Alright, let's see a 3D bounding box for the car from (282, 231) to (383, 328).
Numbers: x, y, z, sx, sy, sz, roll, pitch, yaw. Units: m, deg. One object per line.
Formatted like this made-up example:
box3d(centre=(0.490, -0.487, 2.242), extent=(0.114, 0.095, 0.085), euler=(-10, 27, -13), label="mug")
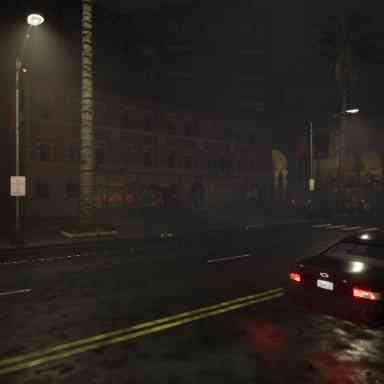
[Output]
box3d(centre=(4.192, 1.547, 6.852), extent=(5.357, 1.411, 2.033), euler=(0, 0, -36), label="car")
